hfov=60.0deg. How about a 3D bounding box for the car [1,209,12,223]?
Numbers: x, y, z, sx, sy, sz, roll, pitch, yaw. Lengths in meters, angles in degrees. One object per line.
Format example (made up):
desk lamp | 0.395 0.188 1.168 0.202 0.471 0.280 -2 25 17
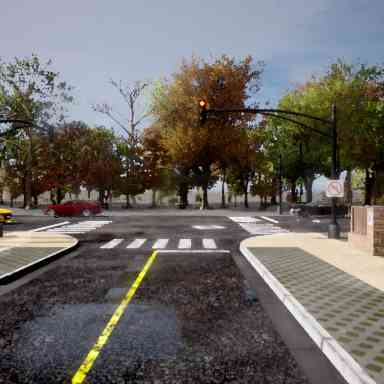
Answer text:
car | -15.084 1.423 22.922 5.008 1.535 1.882 0 0 0

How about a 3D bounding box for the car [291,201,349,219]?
car | 11.318 1.544 29.601 4.902 1.511 2.128 0 0 0

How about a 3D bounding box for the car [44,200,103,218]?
car | -10.513 1.449 29.620 5.008 1.535 1.882 0 0 0
